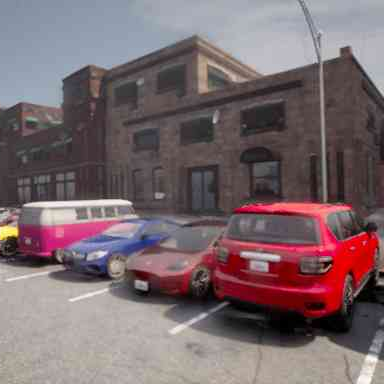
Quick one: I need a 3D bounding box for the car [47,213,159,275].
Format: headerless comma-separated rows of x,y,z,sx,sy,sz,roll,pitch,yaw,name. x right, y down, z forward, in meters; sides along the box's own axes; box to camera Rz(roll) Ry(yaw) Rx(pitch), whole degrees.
-1.723,1.560,10.442,2.002,1.452,4.674,0,0,37,car

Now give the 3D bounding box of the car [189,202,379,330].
2.610,1.244,7.319,2.435,2.045,5.566,0,0,36,car

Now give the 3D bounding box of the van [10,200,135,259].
-3.818,1.304,12.171,1.878,1.987,4.442,0,0,37,van

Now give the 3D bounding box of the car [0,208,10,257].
-6.168,1.534,13.598,1.946,1.575,5.366,0,0,38,car

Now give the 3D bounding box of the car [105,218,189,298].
0.365,1.539,8.866,2.163,1.488,4.792,0,0,37,car
